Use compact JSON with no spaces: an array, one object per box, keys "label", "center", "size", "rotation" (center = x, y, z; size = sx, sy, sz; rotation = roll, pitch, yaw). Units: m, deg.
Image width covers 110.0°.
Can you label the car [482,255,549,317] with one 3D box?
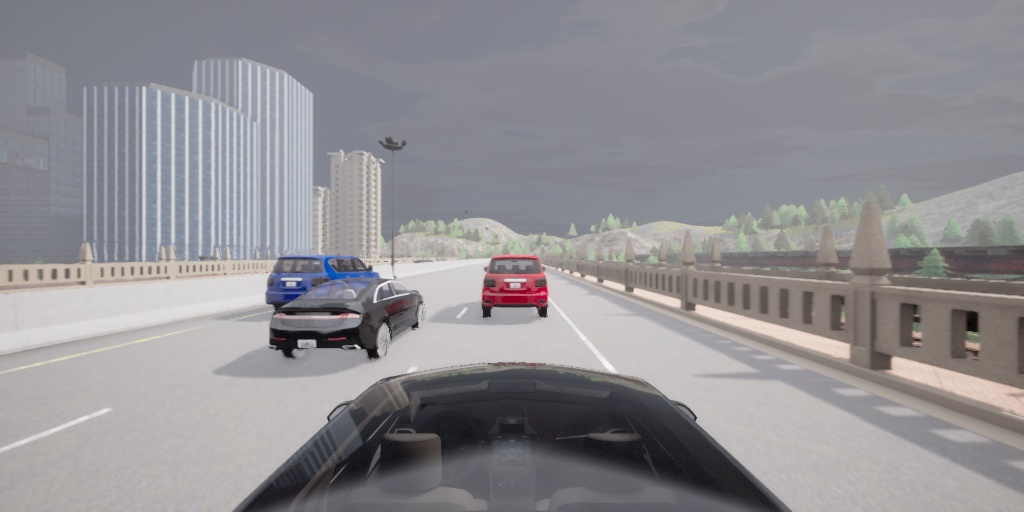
[{"label":"car","center":[0.098,0.976,13.395],"size":[2.150,2.045,5.566],"rotation":[0,0,0]}]

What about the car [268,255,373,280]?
[{"label":"car","center":[-6.902,0.976,13.887],"size":[2.150,2.045,5.566],"rotation":[0,0,0]}]

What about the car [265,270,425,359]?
[{"label":"car","center":[-3.401,1.244,8.374],"size":[2.128,1.511,4.902],"rotation":[0,0,0]}]
